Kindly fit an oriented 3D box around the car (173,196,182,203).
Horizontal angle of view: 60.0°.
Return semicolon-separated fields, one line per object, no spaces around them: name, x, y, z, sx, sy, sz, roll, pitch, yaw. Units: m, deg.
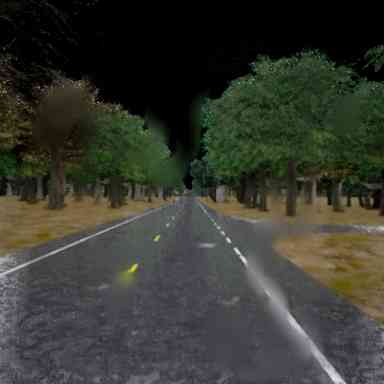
car;-3.489;1.808;79.489;2.128;1.511;4.902;0;-1;0
